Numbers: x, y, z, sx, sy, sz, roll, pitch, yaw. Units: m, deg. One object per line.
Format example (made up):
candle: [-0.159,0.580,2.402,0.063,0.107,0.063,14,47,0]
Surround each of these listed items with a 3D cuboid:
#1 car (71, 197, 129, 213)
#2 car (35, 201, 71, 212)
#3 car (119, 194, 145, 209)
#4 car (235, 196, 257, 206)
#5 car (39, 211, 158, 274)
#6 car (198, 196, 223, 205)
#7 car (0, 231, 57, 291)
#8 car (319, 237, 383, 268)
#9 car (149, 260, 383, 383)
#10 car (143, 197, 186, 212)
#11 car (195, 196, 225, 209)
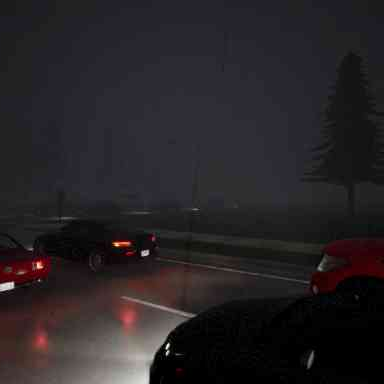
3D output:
car: [-8.543,1.526,31.326,1.812,1.442,4.674,0,0,36]
car: [-14.166,1.601,35.527,1.895,1.301,4.718,0,0,37]
car: [-8.354,1.221,43.369,2.150,2.045,5.566,0,0,37]
car: [8.958,1.478,54.901,1.882,1.535,5.008,0,0,37]
car: [-3.153,1.526,10.571,4.674,1.442,1.812,0,0,36]
car: [3.381,1.477,59.131,1.882,1.535,5.008,0,0,37]
car: [-5.488,1.601,7.942,4.718,1.301,1.895,0,0,36]
car: [4.718,1.221,4.900,5.566,2.045,2.150,0,0,36]
car: [1.626,1.564,2.821,4.181,1.385,1.994,0,0,36]
car: [-3.128,1.526,38.635,1.812,1.442,4.674,0,0,37]
car: [2.573,1.547,46.339,2.033,1.411,5.357,0,0,37]
